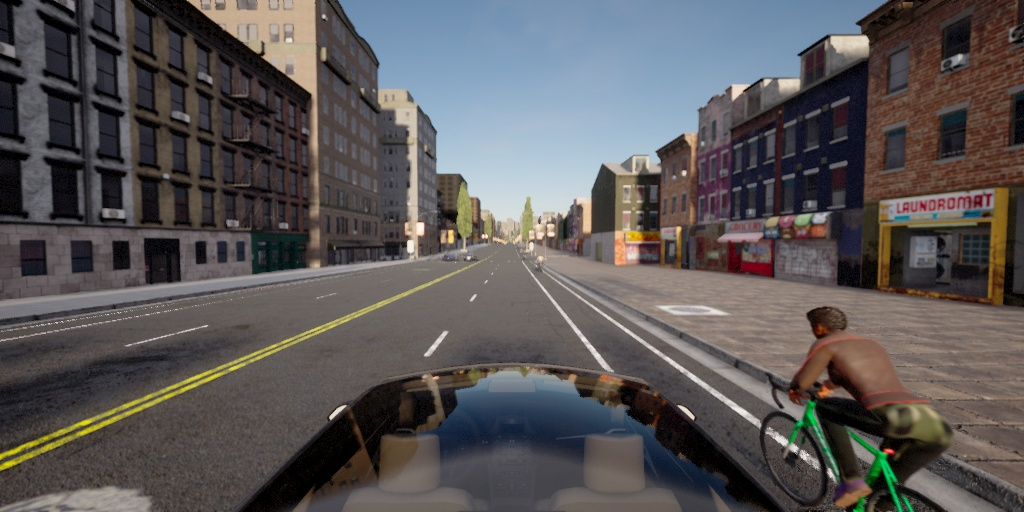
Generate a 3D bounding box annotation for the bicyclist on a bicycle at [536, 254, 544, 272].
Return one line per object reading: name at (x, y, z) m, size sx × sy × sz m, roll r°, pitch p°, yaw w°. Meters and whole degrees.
bicyclist on a bicycle at (2.506, 0.614, 31.726) m, size 0.866 × 1.612 × 1.509 m, roll -4°, pitch 1°, yaw 0°

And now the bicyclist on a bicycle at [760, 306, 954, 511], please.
bicyclist on a bicycle at (2.274, 1.190, 2.446) m, size 0.582 × 1.620 × 1.656 m, roll 0°, pitch 1°, yaw 1°

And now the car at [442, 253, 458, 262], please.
car at (-9.759, 0.158, 56.500) m, size 1.994 × 1.385 × 4.181 m, roll 0°, pitch 1°, yaw 0°

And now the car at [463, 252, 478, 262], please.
car at (-6.509, 0.087, 56.457) m, size 2.128 × 1.511 × 4.902 m, roll 0°, pitch 1°, yaw 0°

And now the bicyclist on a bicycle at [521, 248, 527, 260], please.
bicyclist on a bicycle at (2.280, -0.139, 60.650) m, size 0.659 × 1.776 × 1.843 m, roll 0°, pitch 2°, yaw 1°
